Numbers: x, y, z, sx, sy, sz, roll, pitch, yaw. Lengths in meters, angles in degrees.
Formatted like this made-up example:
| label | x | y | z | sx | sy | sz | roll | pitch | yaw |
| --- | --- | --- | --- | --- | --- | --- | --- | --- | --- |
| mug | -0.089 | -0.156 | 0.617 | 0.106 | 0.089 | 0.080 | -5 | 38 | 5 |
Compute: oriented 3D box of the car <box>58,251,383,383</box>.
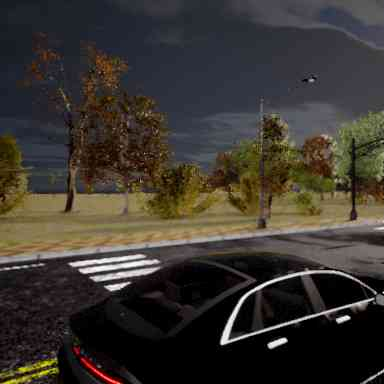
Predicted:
| label | x | y | z | sx | sy | sz | roll | pitch | yaw |
| --- | --- | --- | --- | --- | --- | --- | --- | --- | --- |
| car | 1.001 | 1.503 | 4.060 | 4.892 | 1.490 | 1.837 | 0 | 0 | -35 |
